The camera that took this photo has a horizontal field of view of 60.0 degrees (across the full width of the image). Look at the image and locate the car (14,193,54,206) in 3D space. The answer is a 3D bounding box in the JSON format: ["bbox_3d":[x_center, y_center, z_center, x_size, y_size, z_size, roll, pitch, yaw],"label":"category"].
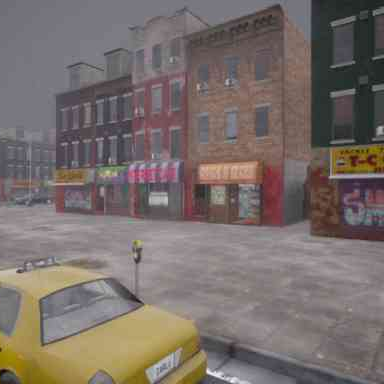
[{"bbox_3d":[-20.097,0.882,42.506,1.837,1.490,4.892,0,2,35],"label":"car"}]

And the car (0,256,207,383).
[{"bbox_3d":[-2.131,1.525,4.317,4.829,1.417,1.752,0,0,35],"label":"car"}]
